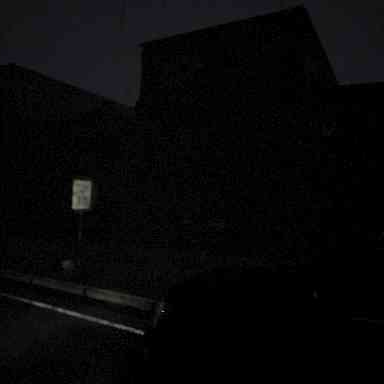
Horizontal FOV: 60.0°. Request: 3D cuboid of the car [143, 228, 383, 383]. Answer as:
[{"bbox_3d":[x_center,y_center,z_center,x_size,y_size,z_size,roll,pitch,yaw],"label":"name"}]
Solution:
[{"bbox_3d":[2.180,1.330,3.070,5.566,2.045,2.150,0,-1,31],"label":"car"}]
